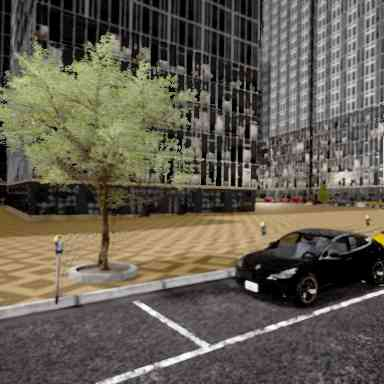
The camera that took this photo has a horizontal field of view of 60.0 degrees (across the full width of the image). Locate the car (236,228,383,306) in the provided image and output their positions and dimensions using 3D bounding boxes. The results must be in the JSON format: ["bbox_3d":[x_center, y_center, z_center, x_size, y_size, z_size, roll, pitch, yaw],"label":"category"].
[{"bbox_3d":[3.045,1.597,8.131,4.313,1.339,1.947,0,1,-34],"label":"car"}]

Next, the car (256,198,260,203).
[{"bbox_3d":[16.857,2.111,83.820,1.752,1.417,4.829,1,-1,-21],"label":"car"}]

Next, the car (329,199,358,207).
[{"bbox_3d":[26.665,1.957,57.818,2.008,1.369,4.403,1,-1,-21],"label":"car"}]

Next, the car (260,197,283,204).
[{"bbox_3d":[18.772,1.991,78.748,1.967,1.590,4.097,1,-1,-21],"label":"car"}]

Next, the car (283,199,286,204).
[{"bbox_3d":[24.157,2.353,86.784,1.802,1.307,4.206,1,-1,-21],"label":"car"}]

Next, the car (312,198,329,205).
[{"bbox_3d":[24.693,1.882,63.052,1.967,1.590,4.097,1,-1,-21],"label":"car"}]

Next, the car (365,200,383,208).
[{"bbox_3d":[33.971,2.116,60.771,1.752,1.417,4.829,1,-1,-21],"label":"car"}]

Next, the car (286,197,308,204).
[{"bbox_3d":[26.137,2.049,81.553,2.192,1.841,5.009,1,-1,-21],"label":"car"}]

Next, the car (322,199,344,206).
[{"bbox_3d":[30.082,2.213,71.081,2.008,1.369,4.403,1,-1,-21],"label":"car"}]
